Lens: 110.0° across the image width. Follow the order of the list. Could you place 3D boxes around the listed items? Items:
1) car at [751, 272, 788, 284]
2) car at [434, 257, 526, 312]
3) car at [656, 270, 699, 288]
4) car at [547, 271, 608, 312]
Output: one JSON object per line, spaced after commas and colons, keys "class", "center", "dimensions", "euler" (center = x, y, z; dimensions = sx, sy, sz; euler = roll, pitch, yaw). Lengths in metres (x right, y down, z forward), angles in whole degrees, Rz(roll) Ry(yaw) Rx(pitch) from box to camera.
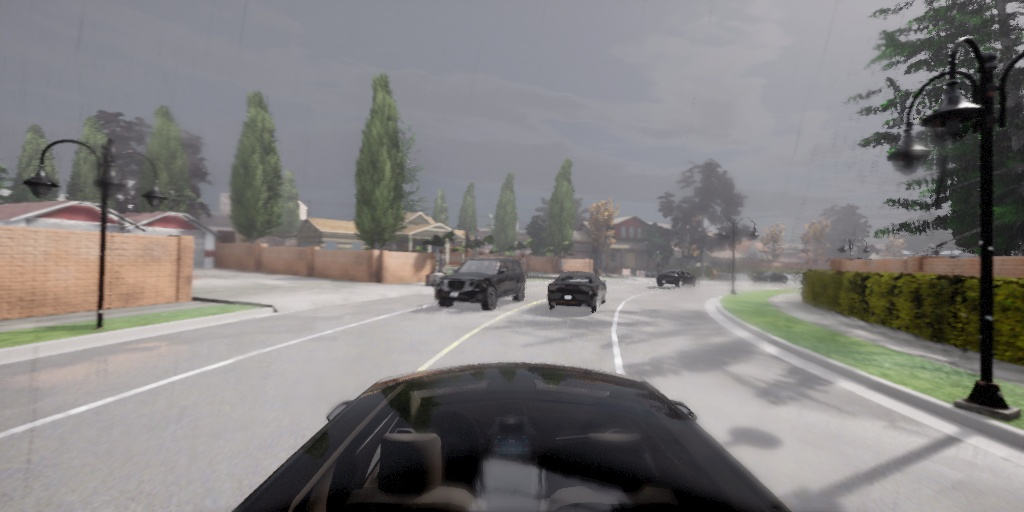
{"class": "car", "center": [31.256, 2.634, 43.480], "dimensions": [4.892, 1.490, 1.837], "euler": [3, -1, -24]}
{"class": "car", "center": [-1.100, 1.067, 15.400], "dimensions": [2.150, 2.045, 5.566], "euler": [1, -1, 21]}
{"class": "car", "center": [14.048, 1.906, 30.327], "dimensions": [4.892, 1.490, 1.837], "euler": [2, -2, -40]}
{"class": "car", "center": [2.939, 1.410, 15.479], "dimensions": [1.882, 1.535, 5.008], "euler": [1, -1, 21]}
